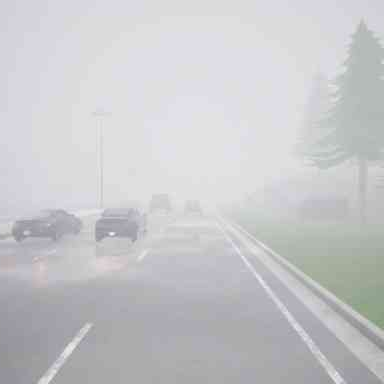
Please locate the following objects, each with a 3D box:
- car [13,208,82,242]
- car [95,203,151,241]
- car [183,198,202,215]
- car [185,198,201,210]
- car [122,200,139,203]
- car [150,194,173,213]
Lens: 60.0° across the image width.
[{"bbox_3d":[-6.899,1.524,16.242,1.812,1.442,4.674,0,0,0],"label":"car"},{"bbox_3d":[-3.398,1.504,16.544,1.837,1.490,4.892,0,0,0],"label":"car"},{"bbox_3d":[0.097,1.545,34.432,2.033,1.411,5.357,0,0,0],"label":"car"},{"bbox_3d":[0.140,1.545,44.506,2.033,1.411,5.357,0,0,1],"label":"car"},{"bbox_3d":[-6.898,1.561,36.922,1.994,1.385,4.181,0,0,0],"label":"car"},{"bbox_3d":[-3.396,1.219,37.020,2.150,2.045,5.566,0,0,0],"label":"car"}]
